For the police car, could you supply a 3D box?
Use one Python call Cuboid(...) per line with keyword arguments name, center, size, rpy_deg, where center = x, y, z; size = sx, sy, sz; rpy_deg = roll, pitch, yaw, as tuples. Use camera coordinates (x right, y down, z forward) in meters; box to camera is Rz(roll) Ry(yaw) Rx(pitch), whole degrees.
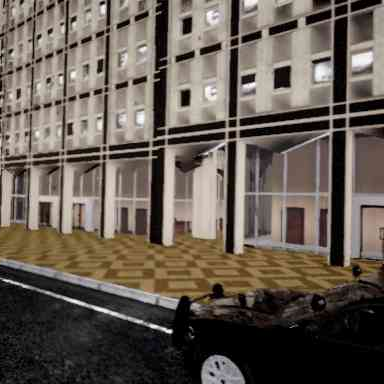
Cuboid(name="police car", center=(2.076, 1.555, 3.370), size=(5.238, 1.638, 1.930), rpy_deg=(-1, -2, 37))
